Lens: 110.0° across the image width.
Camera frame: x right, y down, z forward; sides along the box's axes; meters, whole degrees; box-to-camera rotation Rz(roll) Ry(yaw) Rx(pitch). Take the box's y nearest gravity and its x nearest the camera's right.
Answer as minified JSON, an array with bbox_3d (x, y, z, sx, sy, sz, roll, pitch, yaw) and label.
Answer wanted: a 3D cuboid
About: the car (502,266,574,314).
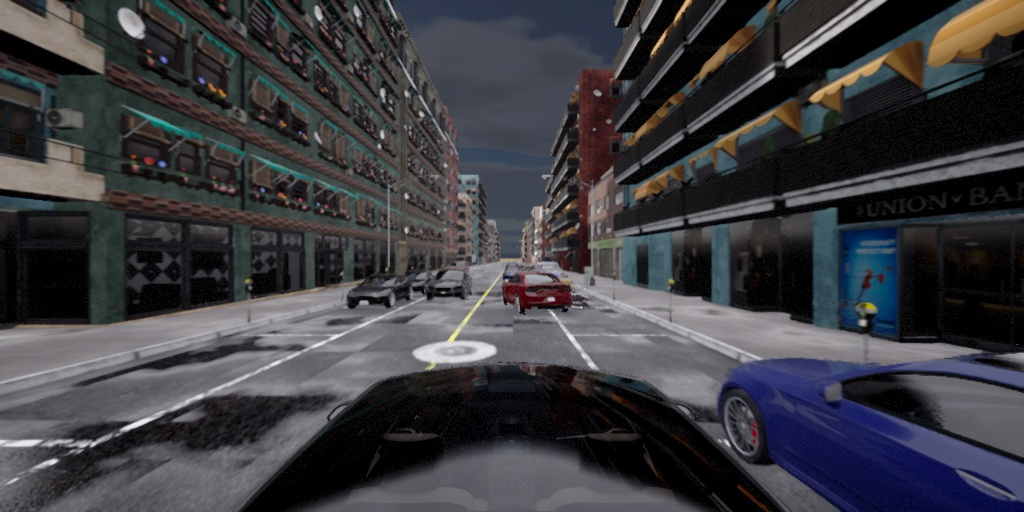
[{"bbox_3d":[0.840,1.359,14.687,1.882,1.535,5.008,0,-1,-12],"label":"car"}]

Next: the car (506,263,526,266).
[{"bbox_3d":[0.087,1.668,35.974,1.994,1.385,4.181,0,0,0],"label":"car"}]

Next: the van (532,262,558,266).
[{"bbox_3d":[2.685,1.353,27.351,1.690,1.789,3.998,0,0,0],"label":"van"}]

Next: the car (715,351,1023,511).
[{"bbox_3d":[3.148,1.279,2.003,1.812,1.442,4.674,0,-1,0],"label":"car"}]

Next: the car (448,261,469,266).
[{"bbox_3d":[-5.698,1.446,38.722,2.192,1.841,5.009,0,0,0],"label":"car"}]

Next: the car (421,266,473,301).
[{"bbox_3d":[-3.103,1.426,18.590,1.837,1.490,4.892,0,-1,0],"label":"car"}]

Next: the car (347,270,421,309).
[{"bbox_3d":[-5.694,1.460,15.985,1.948,1.339,4.313,0,0,0],"label":"car"}]

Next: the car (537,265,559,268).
[{"bbox_3d":[2.685,1.479,21.837,1.751,1.417,4.829,0,0,0],"label":"car"}]

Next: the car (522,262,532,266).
[{"bbox_3d":[2.680,1.866,55.772,2.007,1.370,4.403,0,0,0],"label":"car"}]
